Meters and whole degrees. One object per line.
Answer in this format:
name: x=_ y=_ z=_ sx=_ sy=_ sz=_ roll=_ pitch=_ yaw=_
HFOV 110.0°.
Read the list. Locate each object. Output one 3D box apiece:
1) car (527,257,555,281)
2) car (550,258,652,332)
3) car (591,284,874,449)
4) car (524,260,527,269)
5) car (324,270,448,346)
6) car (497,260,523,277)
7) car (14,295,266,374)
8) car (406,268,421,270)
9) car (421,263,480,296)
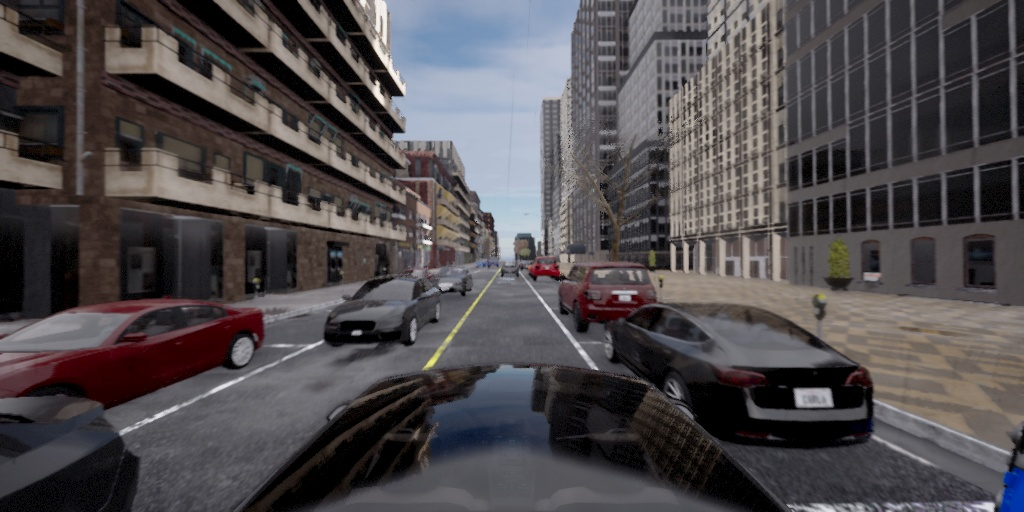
car: x=2.839 y=1.080 z=31.797 sx=2.150 sy=2.045 sz=5.566 roll=0 pitch=0 yaw=-1
car: x=2.629 y=1.082 z=10.807 sx=2.192 sy=1.841 sz=5.009 roll=0 pitch=0 yaw=-1
car: x=2.681 y=1.311 z=5.284 sx=1.948 sy=1.339 sz=4.313 roll=0 pitch=0 yaw=-1
car: x=2.781 y=1.235 z=38.737 sx=2.097 sy=1.767 sz=4.553 roll=0 pitch=0 yaw=-1
car: x=-3.156 y=1.306 z=9.657 sx=1.837 sy=1.490 sz=4.892 roll=0 pitch=0 yaw=-1
car: x=-0.227 y=1.393 z=38.379 sx=2.128 sy=1.511 sz=4.902 roll=0 pitch=0 yaw=-1
car: x=-5.699 y=1.347 z=5.206 sx=1.888 sy=1.381 sz=4.507 roll=0 pitch=0 yaw=-1
car: x=-5.855 y=1.413 z=21.772 sx=1.888 sy=1.381 sz=4.507 roll=0 pitch=0 yaw=-1
car: x=-3.243 y=1.335 z=19.943 sx=2.128 sy=1.511 sz=4.902 roll=0 pitch=0 yaw=0
